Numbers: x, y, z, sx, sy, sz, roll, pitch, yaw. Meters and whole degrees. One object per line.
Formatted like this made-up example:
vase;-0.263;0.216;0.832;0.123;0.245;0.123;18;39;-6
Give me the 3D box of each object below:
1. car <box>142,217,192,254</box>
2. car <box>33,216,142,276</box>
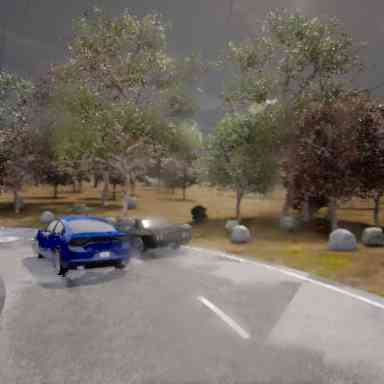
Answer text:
car;-2.195;1.687;13.967;1.895;1.301;4.718;1;-1;-41
car;-3.668;1.507;10.652;1.882;1.535;5.008;2;-2;-35
